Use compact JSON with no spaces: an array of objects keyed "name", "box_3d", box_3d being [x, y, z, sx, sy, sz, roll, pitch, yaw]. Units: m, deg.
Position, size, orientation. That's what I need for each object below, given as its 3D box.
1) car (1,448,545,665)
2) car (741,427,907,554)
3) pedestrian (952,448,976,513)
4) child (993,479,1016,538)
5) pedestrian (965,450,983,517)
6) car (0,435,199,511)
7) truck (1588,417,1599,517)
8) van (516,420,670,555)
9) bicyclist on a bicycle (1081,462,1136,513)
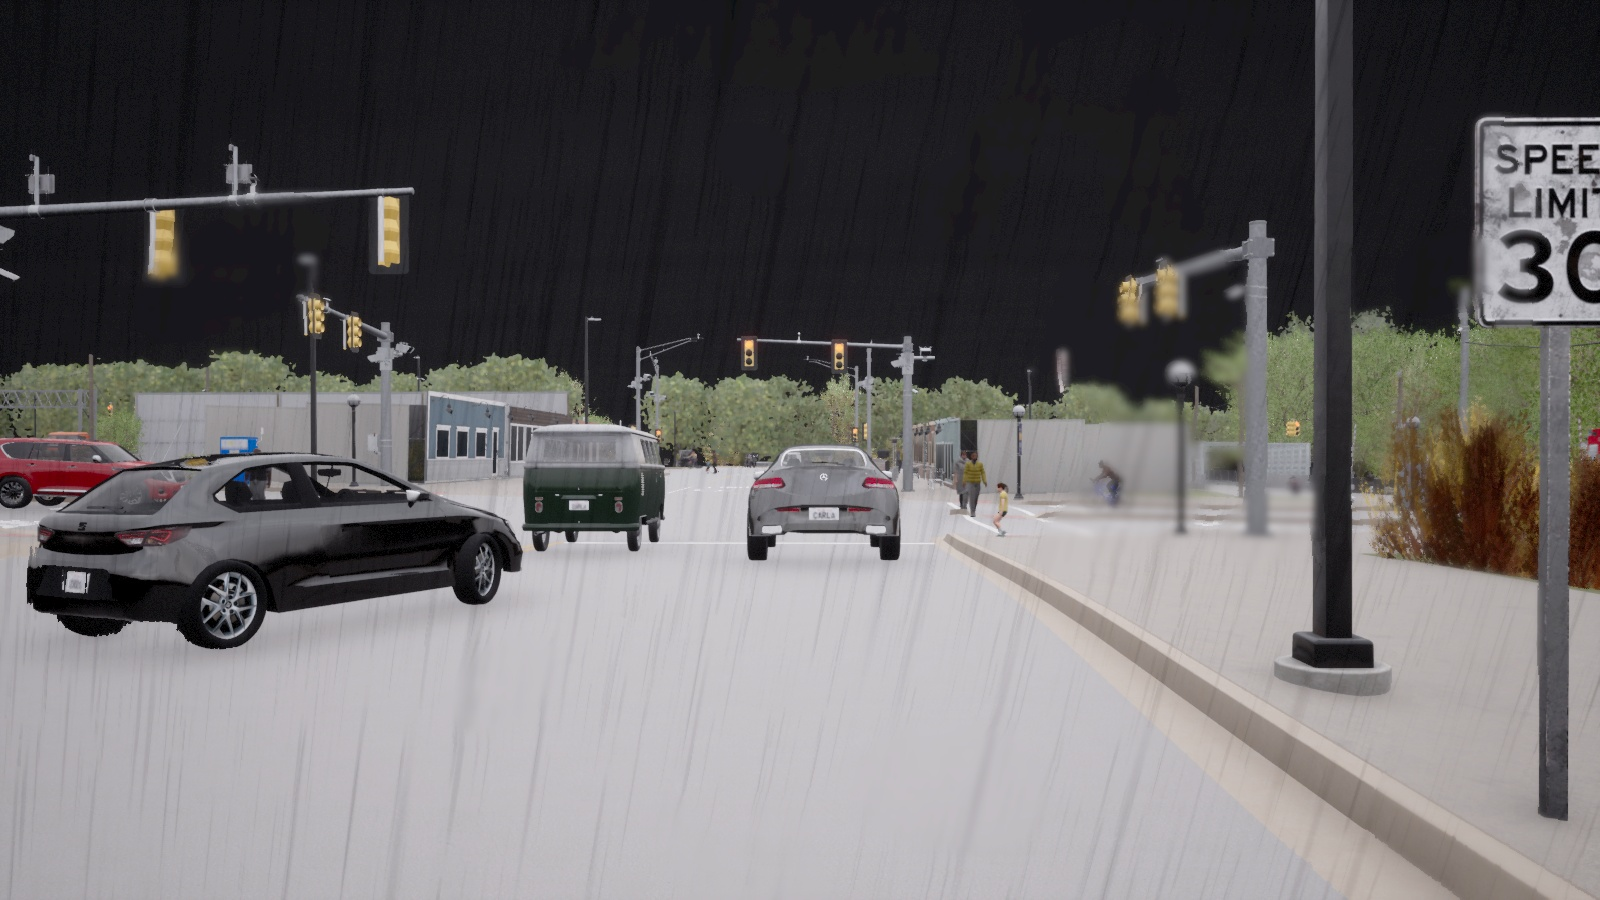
[{"name":"car","box_3d":[-4.332,0.746,11.057,1.816,1.474,4.193,0,1,28]},{"name":"car","box_3d":[0.350,0.588,18.883,2.152,1.651,5.027,0,-1,1]},{"name":"pedestrian","box_3d":[4.974,0.907,38.057,0.659,1.952,0.873,0,1,3]},{"name":"child","box_3d":[3.911,1.116,24.026,0.394,1.110,0.255,0,1,19]},{"name":"pedestrian","box_3d":[4.768,0.910,34.508,0.431,1.840,0.709,0,1,3]},{"name":"car","box_3d":[-21.005,0.660,36.899,5.566,2.045,2.150,1,0,-3]},{"name":"truck","box_3d":[31.501,0.585,44.804,2.891,3.827,8.468,1,-1,11]},{"name":"van","box_3d":[-3.282,0.598,20.731,1.775,1.987,4.442,0,-1,0]},{"name":"bicyclist on a bicycle","box_3d":[10.250,1.247,41.787,1.656,1.620,0.582,1,-1,0]}]
